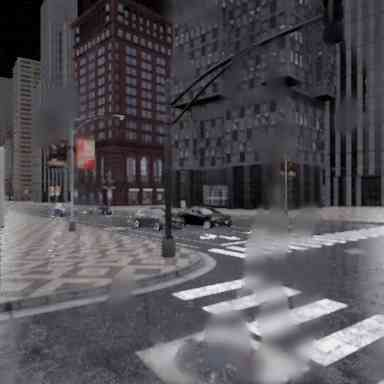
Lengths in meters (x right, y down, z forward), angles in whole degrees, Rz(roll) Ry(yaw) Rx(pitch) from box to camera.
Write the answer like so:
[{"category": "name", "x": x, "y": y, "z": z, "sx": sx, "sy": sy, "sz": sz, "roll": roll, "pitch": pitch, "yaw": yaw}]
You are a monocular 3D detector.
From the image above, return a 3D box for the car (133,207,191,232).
[{"category": "car", "x": -2.405, "y": 1.848, "z": 23.040, "sx": 1.837, "sy": 1.490, "sz": 4.892, "roll": 0, "pitch": -1, "yaw": -36}]

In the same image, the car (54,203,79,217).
[{"category": "car", "x": -15.805, "y": 2.133, "z": 41.760, "sx": 2.097, "sy": 1.767, "sz": 4.553, "roll": 0, "pitch": -1, "yaw": -35}]

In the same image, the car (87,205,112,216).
[{"category": "car", "x": -11.490, "y": 2.281, "z": 41.301, "sx": 1.994, "sy": 1.385, "sz": 4.181, "roll": 0, "pitch": -1, "yaw": -35}]

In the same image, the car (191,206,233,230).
[{"category": "car", "x": 0.840, "y": 1.792, "z": 24.094, "sx": 1.882, "sy": 1.535, "sz": 5.008, "roll": 0, "pitch": -1, "yaw": -36}]
